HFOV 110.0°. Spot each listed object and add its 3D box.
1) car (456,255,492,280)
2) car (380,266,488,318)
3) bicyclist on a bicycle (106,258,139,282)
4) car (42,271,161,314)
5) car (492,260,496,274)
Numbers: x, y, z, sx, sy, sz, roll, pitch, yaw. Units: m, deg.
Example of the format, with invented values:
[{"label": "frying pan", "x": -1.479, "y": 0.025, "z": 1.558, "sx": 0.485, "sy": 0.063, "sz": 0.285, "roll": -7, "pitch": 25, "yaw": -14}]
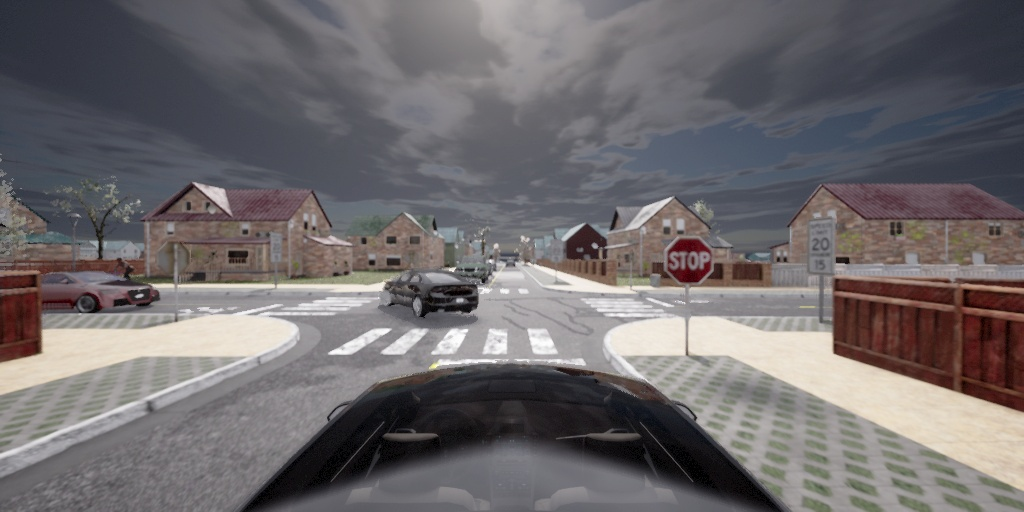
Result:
[{"label": "car", "x": -2.949, "y": 0.961, "z": 27.505, "sx": 2.150, "sy": 2.045, "sz": 5.566, "roll": 0, "pitch": 0, "yaw": 0}, {"label": "car", "x": -3.162, "y": 1.211, "z": 13.194, "sx": 1.882, "sy": 1.535, "sz": 5.008, "roll": 2, "pitch": 0, "yaw": -38}, {"label": "bicyclist on a bicycle", "x": -20.216, "y": 0.914, "z": 18.612, "sx": 0.582, "sy": 1.620, "sz": 1.656, "roll": 0, "pitch": 1, "yaw": 0}, {"label": "car", "x": -15.286, "y": 1.235, "z": 12.784, "sx": 4.181, "sy": 1.385, "sz": 1.994, "roll": 0, "pitch": 0, "yaw": -1}, {"label": "car", "x": -2.976, "y": 1.263, "z": 37.578, "sx": 1.837, "sy": 1.490, "sz": 4.892, "roll": 0, "pitch": 0, "yaw": 0}]
